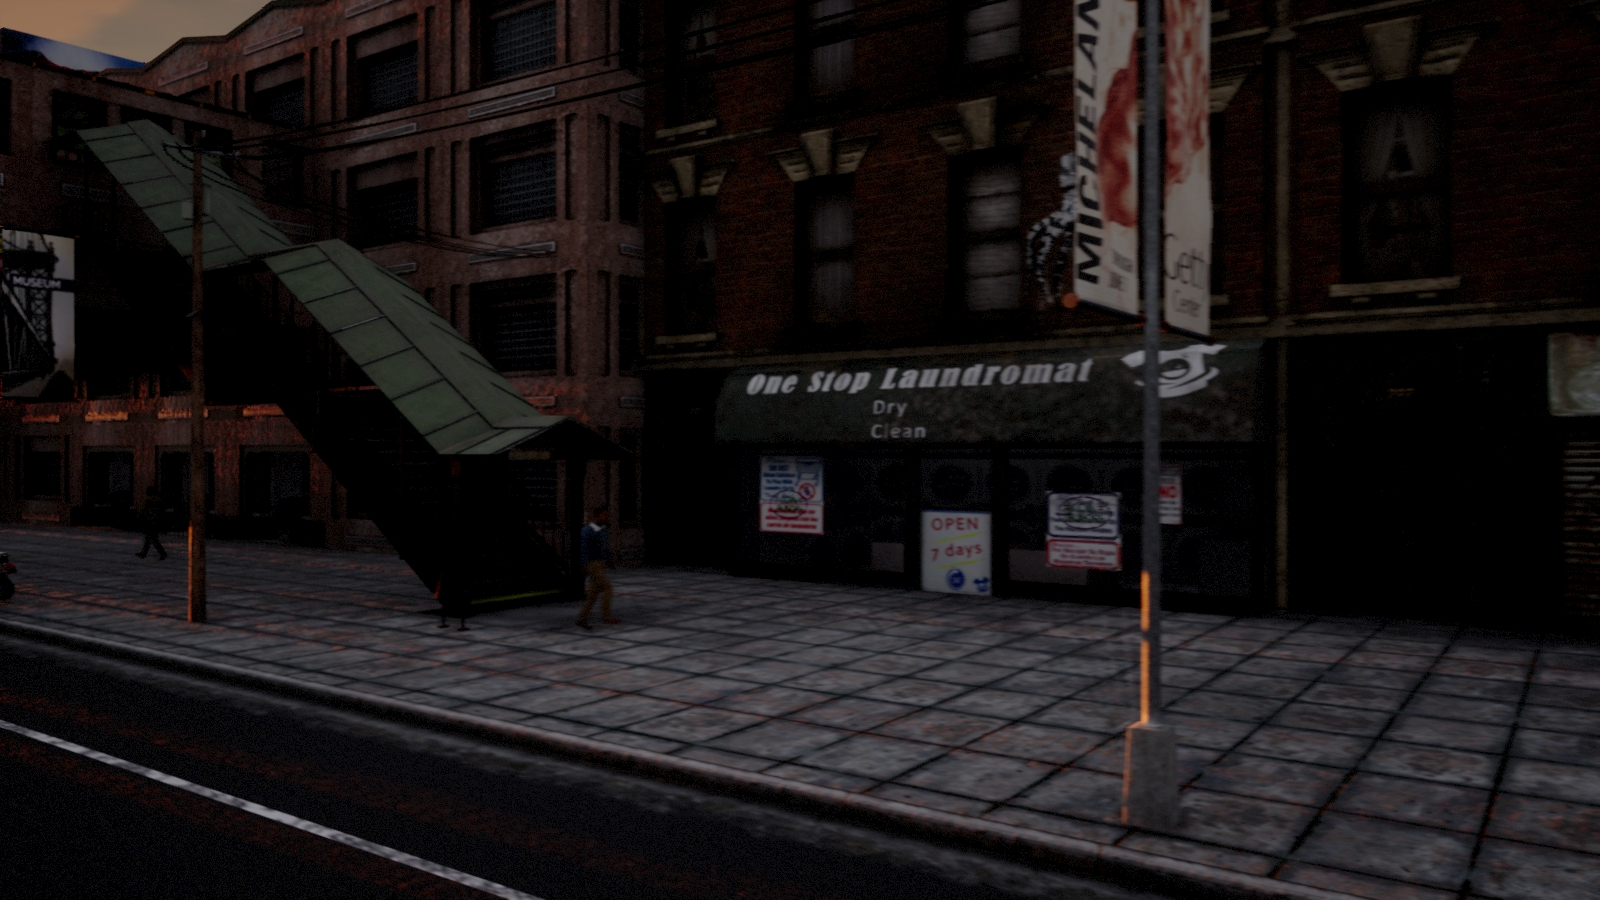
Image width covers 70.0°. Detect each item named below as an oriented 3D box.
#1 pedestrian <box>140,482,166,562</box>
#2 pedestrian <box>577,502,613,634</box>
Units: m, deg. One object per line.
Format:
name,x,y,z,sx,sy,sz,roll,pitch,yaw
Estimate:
pedestrian,-15.351,1.697,27.116,0.375,1.860,0.375,0,0,19
pedestrian,-2.966,1.697,16.569,0.375,1.860,0.375,0,0,20
